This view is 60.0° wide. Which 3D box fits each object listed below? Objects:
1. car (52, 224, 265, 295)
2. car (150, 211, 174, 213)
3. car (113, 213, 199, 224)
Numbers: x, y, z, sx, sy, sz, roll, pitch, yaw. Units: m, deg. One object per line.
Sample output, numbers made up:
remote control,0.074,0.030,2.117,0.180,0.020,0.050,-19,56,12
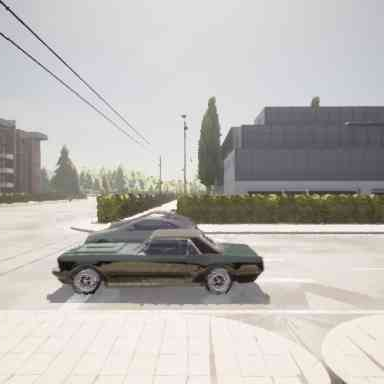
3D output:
car,-0.769,1.601,8.088,4.718,1.301,1.895,0,0,0
car,-1.705,1.565,15.288,4.181,1.385,1.994,0,0,4
car,-1.550,1.565,11.584,4.181,1.385,1.994,0,0,0
